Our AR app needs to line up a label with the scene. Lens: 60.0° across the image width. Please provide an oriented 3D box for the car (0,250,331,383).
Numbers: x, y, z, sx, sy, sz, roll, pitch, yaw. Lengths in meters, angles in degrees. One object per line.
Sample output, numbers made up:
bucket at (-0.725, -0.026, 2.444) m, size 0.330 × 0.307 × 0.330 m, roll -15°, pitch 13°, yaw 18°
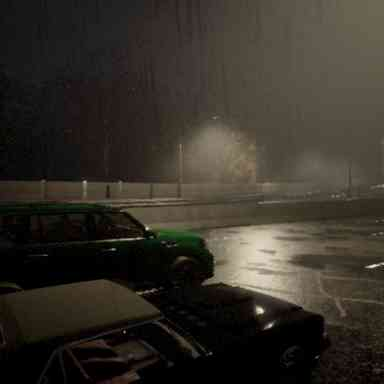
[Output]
car at (-0.740, 1.595, 3.222) m, size 4.718 × 1.301 × 1.895 m, roll 0°, pitch 0°, yaw -36°

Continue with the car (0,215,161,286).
car at (-3.261, 1.548, 10.019) m, size 4.181 × 1.385 × 1.994 m, roll 0°, pitch 0°, yaw -36°

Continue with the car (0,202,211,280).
car at (-2.130, 1.211, 6.526) m, size 5.566 × 2.045 × 2.150 m, roll 0°, pitch 0°, yaw -36°

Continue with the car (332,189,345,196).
car at (37.471, 0.199, 86.025) m, size 2.033 × 1.411 × 5.357 m, roll 0°, pitch 2°, yaw 32°
